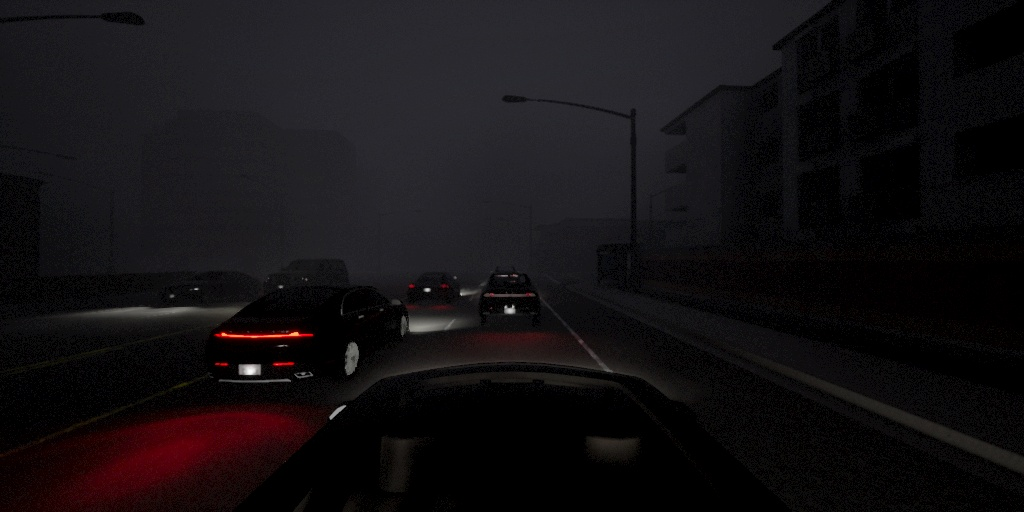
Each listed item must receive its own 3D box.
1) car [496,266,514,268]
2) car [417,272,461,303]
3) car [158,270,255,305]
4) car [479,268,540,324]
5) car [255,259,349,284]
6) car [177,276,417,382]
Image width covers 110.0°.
[{"bbox_3d":[-0.486,1.468,24.942,2.128,1.511,4.902,0,0,-2],"label":"car"},{"bbox_3d":[-3.731,1.469,17.657,1.994,1.385,4.181,0,-1,-1],"label":"car"},{"bbox_3d":[-14.341,1.432,17.411,1.812,1.442,4.674,0,-1,-1],"label":"car"},{"bbox_3d":[-0.099,1.345,12.484,2.128,1.511,4.902,0,-1,-1],"label":"car"},{"bbox_3d":[-10.877,1.153,19.540,2.150,2.045,5.566,0,-1,-1],"label":"car"},{"bbox_3d":[-3.524,1.308,7.210,1.837,1.490,4.892,0,-1,-1],"label":"car"}]
